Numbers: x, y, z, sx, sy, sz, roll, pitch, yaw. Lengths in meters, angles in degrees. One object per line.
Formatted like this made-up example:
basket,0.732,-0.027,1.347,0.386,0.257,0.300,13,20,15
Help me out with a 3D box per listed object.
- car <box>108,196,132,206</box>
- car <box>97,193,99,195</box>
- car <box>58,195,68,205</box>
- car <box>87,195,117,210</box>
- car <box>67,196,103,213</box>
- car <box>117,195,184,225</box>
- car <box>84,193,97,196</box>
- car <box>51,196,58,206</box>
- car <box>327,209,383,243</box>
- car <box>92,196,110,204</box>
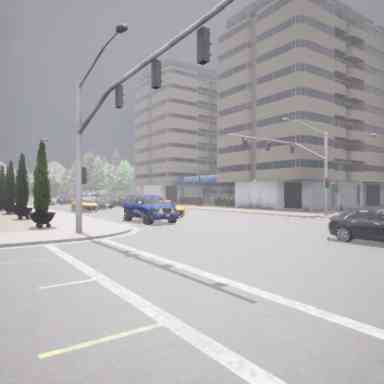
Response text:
car,-12.199,1.489,56.121,2.128,1.511,4.902,0,0,-35
car,-12.147,1.350,49.913,2.097,1.767,4.553,0,0,-35
car,-22.731,1.362,58.835,2.097,1.767,4.553,0,0,-35
car,-11.705,1.491,42.799,2.128,1.511,4.902,0,0,-35
car,-11.965,1.476,37.036,1.882,1.535,5.008,0,0,-35
car,-3.176,1.220,24.390,2.150,2.045,5.566,0,0,-35
car,-17.693,1.219,57.886,2.150,2.045,5.566,0,0,-34
car,-23.820,1.350,54.214,2.097,1.767,4.553,0,0,-34
car,8.240,1.503,14.093,1.837,1.490,4.892,0,0,-35
car,-17.509,1.502,63.759,1.837,1.490,4.892,0,0,-34
